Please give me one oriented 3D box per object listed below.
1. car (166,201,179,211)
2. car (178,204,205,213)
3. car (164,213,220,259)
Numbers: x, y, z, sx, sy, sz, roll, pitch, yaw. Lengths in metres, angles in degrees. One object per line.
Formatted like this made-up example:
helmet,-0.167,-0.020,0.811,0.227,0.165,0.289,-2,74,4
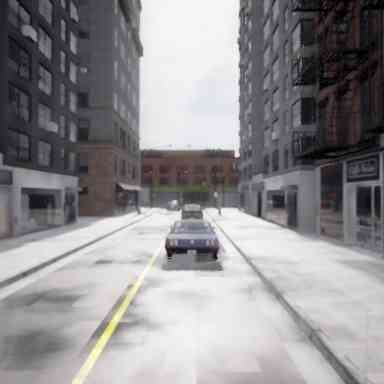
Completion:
car,-2.747,2.041,49.192,2.128,1.511,4.902,0,-1,0
car,0.029,1.816,28.518,1.837,1.490,4.892,0,0,0
car,0.019,1.738,13.273,1.895,1.301,4.718,0,-1,0
